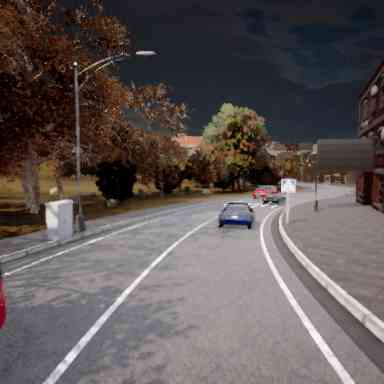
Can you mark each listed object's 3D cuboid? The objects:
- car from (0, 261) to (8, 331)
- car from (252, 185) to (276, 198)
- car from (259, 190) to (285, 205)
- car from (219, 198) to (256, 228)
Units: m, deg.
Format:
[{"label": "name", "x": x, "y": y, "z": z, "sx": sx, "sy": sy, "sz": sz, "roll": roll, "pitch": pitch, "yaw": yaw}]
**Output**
[{"label": "car", "x": -3.444, "y": 1.195, "z": 1.899, "sx": 2.150, "sy": 2.045, "sz": 5.566, "roll": 0, "pitch": 0, "yaw": 2}, {"label": "car", "x": 10.831, "y": 0.050, "z": 49.148, "sx": 2.150, "sy": 2.045, "sz": 5.566, "roll": 3, "pitch": 3, "yaw": 32}, {"label": "car", "x": 9.977, "y": 0.842, "z": 40.116, "sx": 1.895, "sy": 1.301, "sz": 4.718, "roll": 3, "pitch": 3, "yaw": 26}, {"label": "car", "x": 2.853, "y": 1.333, "z": 20.596, "sx": 1.994, "sy": 1.385, "sz": 4.181, "roll": 1, "pitch": 1, "yaw": 13}]
